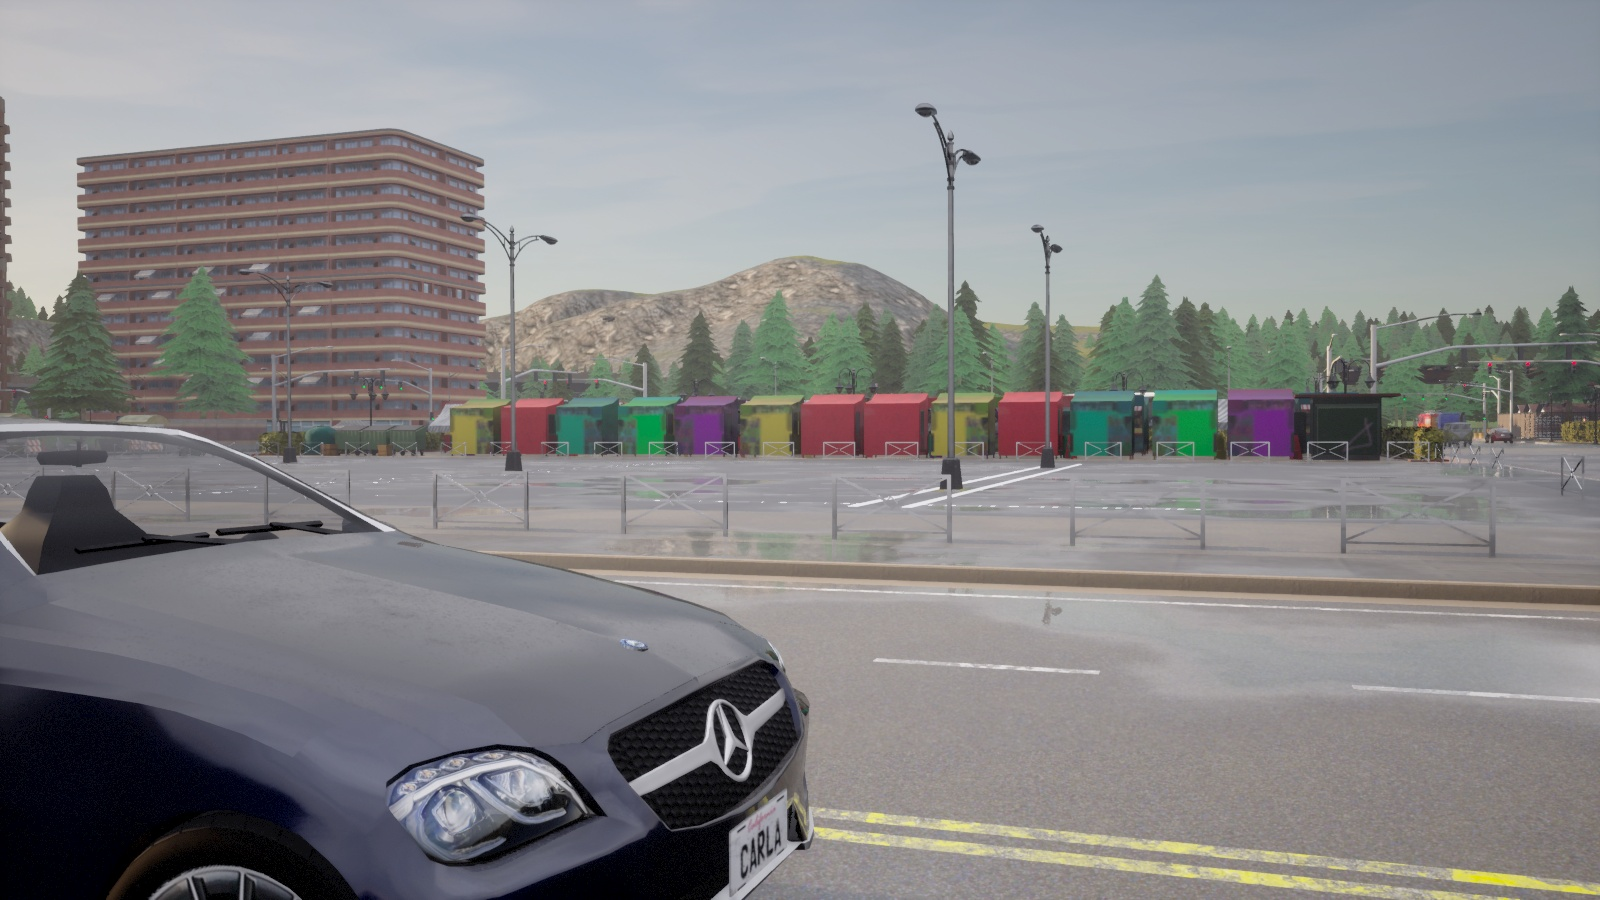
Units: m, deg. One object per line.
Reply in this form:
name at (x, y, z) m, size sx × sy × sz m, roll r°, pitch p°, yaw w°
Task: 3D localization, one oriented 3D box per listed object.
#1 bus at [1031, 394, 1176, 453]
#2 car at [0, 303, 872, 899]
bus at (22.847, -1.979, 94.595) m, size 10.273 × 4.253 × 3.944 m, roll 1°, pitch 1°, yaw 18°
car at (-2.485, 0.531, 4.025) m, size 5.027 × 1.651 × 2.152 m, roll 1°, pitch 1°, yaw 19°
